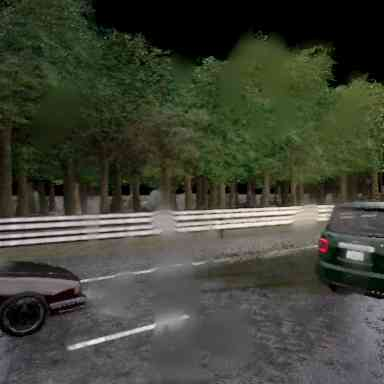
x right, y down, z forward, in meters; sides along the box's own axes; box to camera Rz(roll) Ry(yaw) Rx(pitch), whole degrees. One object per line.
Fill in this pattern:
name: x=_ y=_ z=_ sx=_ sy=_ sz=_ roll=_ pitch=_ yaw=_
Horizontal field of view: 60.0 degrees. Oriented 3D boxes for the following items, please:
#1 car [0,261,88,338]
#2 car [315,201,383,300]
car: x=-4.426 y=1.540 z=4.867 sx=5.357 sy=1.411 sz=2.033 roll=0 pitch=0 yaw=-35
car: x=5.104 y=1.217 z=7.385 sx=5.566 sy=2.045 sz=2.150 roll=0 pitch=0 yaw=-34
